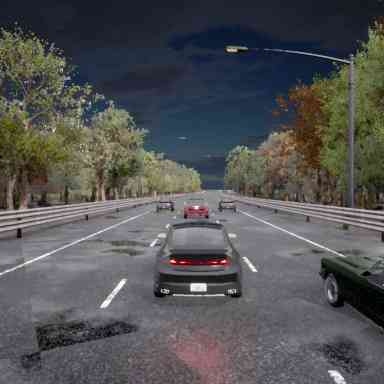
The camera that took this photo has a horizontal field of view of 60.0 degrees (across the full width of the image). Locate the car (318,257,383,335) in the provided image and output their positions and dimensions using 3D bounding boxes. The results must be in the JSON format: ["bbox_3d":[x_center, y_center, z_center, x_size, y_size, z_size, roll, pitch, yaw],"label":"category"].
[{"bbox_3d":[3.614,1.600,4.996,1.895,1.301,4.718,0,0,0],"label":"car"}]

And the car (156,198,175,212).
[{"bbox_3d":[-2.998,1.479,38.530,2.128,1.511,4.902,0,0,1],"label":"car"}]

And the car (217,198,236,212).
[{"bbox_3d":[4.007,1.479,38.668,2.128,1.511,4.902,0,0,1],"label":"car"}]

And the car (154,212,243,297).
[{"bbox_3d":[0.133,1.503,8.532,1.837,1.490,4.892,0,0,0],"label":"car"}]

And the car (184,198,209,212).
[{"bbox_3d":[0.355,1.344,29.500,2.097,1.767,4.553,0,0,0],"label":"car"}]
